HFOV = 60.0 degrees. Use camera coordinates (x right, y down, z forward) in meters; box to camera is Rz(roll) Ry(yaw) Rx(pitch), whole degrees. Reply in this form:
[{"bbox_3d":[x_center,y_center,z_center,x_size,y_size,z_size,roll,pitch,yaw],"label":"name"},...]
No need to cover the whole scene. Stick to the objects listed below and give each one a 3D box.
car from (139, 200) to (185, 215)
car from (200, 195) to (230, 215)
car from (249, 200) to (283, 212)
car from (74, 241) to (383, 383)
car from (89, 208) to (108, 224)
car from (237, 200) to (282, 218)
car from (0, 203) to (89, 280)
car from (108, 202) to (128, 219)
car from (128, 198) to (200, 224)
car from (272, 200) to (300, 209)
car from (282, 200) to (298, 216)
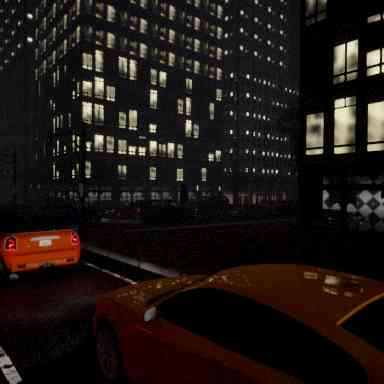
[{"bbox_3d":[-3.228,1.645,36.635,4.829,1.417,1.752,1,0,-39],"label":"car"},{"bbox_3d":[1.882,1.421,37.430,5.566,2.045,2.150,1,1,-39],"label":"car"},{"bbox_3d":[9.767,1.812,43.838,4.674,1.442,1.812,1,1,-39],"label":"car"},{"bbox_3d":[0.743,1.476,3.256,1.882,1.535,5.008,0,0,-40],"label":"car"},{"bbox_3d":[-9.123,1.584,24.365,5.008,1.535,1.882,1,1,-39],"label":"car"},{"bbox_3d":[6.700,1.830,33.907,4.829,1.417,1.752,1,0,-39],"label":"car"},{"bbox_3d":[-5.189,1.346,10.304,2.097,1.767,4.553,0,0,-40],"label":"car"},{"bbox_3d":[-5.798,1.640,31.206,4.674,1.442,1.812,1,1,-38],"label":"car"},{"bbox_3d":[-2.181,1.521,26.684,5.009,1.841,2.192,1,0,-39],"label":"car"},{"bbox_3d":[14.403,1.878,50.969,4.313,1.339,1.947,1,0,-39],"label":"car"},{"bbox_3d":[10.944,1.933,37.358,4.206,1.307,1.802,1,0,-39],"label":"car"}]
